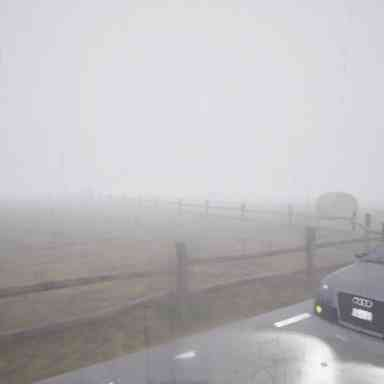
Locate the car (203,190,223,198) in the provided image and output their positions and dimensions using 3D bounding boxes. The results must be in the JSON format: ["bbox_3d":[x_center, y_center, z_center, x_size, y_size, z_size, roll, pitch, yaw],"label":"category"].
[{"bbox_3d":[4.366,0.334,68.526,2.097,1.767,4.553,2,0,-35],"label":"car"}]

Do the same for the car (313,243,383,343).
[{"bbox_3d":[4.087,1.602,5.973,4.181,1.385,1.994,0,0,-35],"label":"car"}]
